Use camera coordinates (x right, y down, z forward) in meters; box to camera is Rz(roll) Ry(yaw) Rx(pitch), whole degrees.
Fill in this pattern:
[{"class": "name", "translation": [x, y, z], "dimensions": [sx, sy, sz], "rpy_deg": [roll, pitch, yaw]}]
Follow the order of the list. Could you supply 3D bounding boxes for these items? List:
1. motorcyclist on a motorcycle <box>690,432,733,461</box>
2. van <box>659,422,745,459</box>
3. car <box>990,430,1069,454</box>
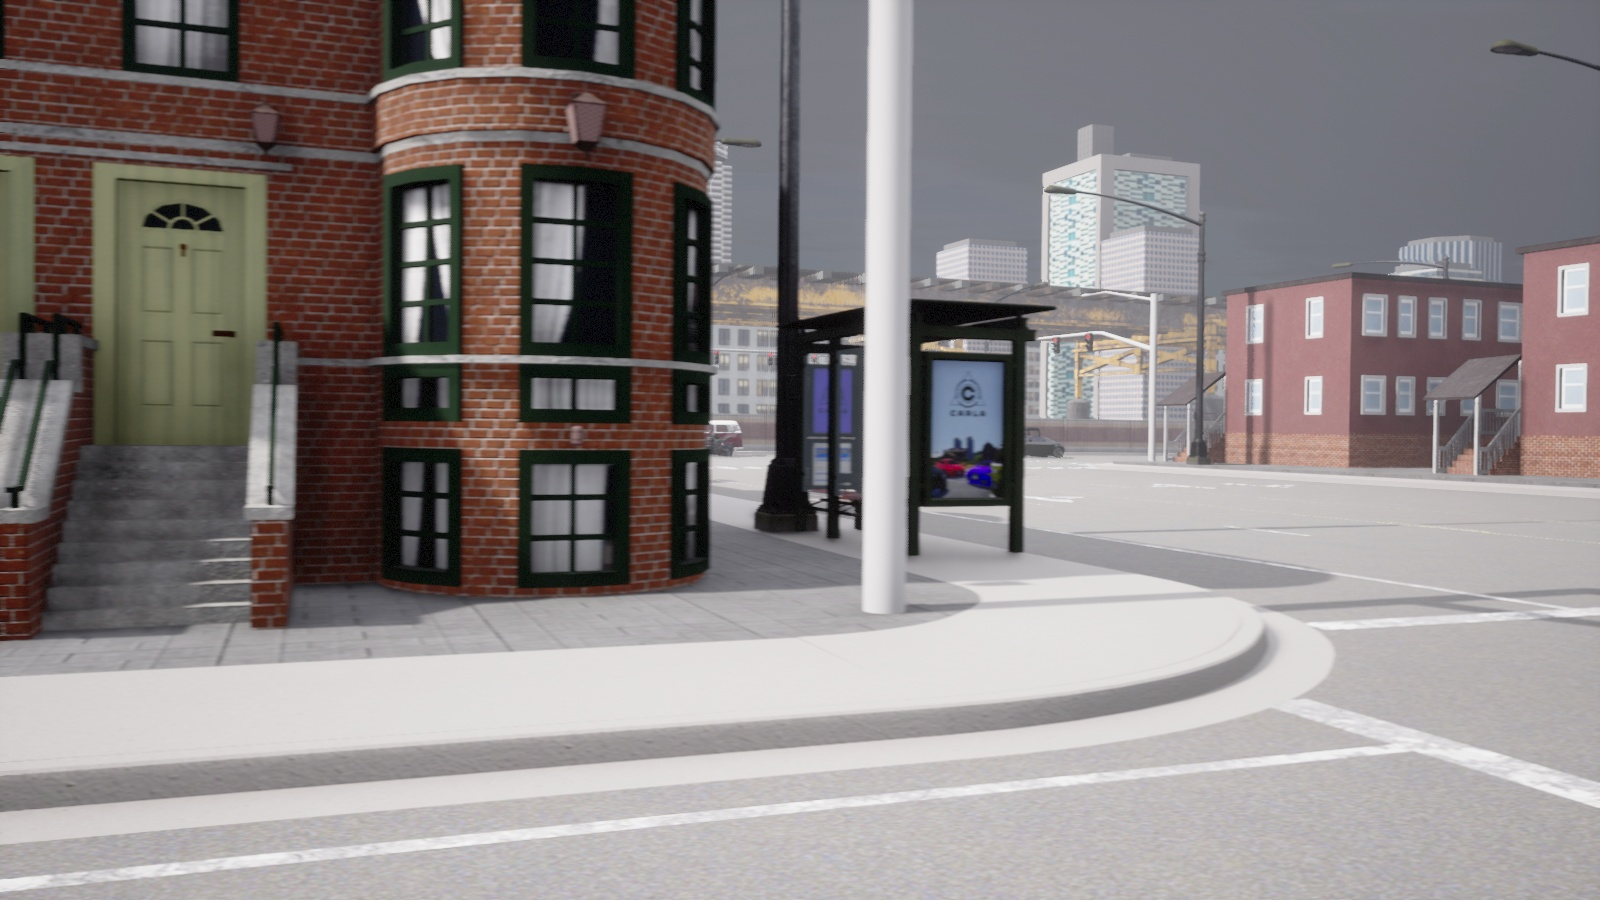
[{"class": "motorcyclist on a motorcycle", "translation": [-4.813, -0.216, 68.195], "dimensions": [2.191, 1.530, 0.866], "rpy_deg": [-1, 1, -20]}, {"class": "van", "translation": [-5.576, -0.575, 71.636], "dimensions": [4.480, 2.038, 2.069], "rpy_deg": [-1, 1, -20]}, {"class": "car", "translation": [13.645, -0.495, 74.835], "dimensions": [4.181, 1.385, 1.994], "rpy_deg": [-1, 1, -20]}]
